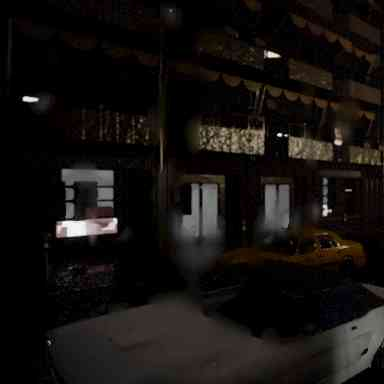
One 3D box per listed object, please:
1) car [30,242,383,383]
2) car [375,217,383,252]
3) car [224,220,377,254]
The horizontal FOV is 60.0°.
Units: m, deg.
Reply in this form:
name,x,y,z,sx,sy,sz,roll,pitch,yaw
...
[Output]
name,x,y,z,sx,sy,sz,roll,pitch,yaw
car,0.762,1.602,3.926,4.718,1.301,1.895,0,0,-36
car,7.120,1.551,11.653,4.507,1.381,1.887,0,0,-36
car,2.485,1.528,8.343,4.829,1.417,1.752,0,0,-36
